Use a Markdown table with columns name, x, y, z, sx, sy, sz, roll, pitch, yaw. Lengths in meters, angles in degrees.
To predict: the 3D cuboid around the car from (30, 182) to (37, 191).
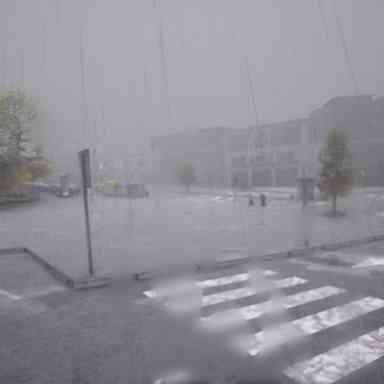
| name | x | y | z | sx | sy | sz | roll | pitch | yaw |
| --- | --- | --- | --- | --- | --- | --- | --- | --- | --- |
| car | -25.303 | -0.940 | 57.168 | 2.097 | 1.535 | 5.008 | 1 | 6 | 15 |

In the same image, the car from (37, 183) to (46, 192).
| name | x | y | z | sx | sy | sz | roll | pitch | yaw |
| --- | --- | --- | --- | --- | --- | --- | --- | --- | --- |
| car | -22.898 | -0.769 | 55.467 | 2.002 | 1.452 | 4.674 | 1 | 6 | 16 |

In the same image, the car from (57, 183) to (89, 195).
| name | x | y | z | sx | sy | sz | roll | pitch | yaw |
| --- | --- | --- | --- | --- | --- | --- | --- | --- | --- |
| car | -18.124 | -0.506 | 51.968 | 2.163 | 1.488 | 4.792 | 1 | 6 | 17 |

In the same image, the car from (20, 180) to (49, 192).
| name | x | y | z | sx | sy | sz | roll | pitch | yaw |
| --- | --- | --- | --- | --- | --- | --- | --- | --- | --- |
| car | -27.745 | -1.188 | 58.799 | 2.185 | 1.767 | 4.553 | 0 | 6 | 15 |

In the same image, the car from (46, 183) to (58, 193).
| name | x | y | z | sx | sy | sz | roll | pitch | yaw |
| --- | --- | --- | --- | --- | --- | --- | --- | --- | --- |
| car | -20.493 | -0.676 | 53.747 | 2.231 | 1.521 | 4.892 | 1 | 6 | 16 |
